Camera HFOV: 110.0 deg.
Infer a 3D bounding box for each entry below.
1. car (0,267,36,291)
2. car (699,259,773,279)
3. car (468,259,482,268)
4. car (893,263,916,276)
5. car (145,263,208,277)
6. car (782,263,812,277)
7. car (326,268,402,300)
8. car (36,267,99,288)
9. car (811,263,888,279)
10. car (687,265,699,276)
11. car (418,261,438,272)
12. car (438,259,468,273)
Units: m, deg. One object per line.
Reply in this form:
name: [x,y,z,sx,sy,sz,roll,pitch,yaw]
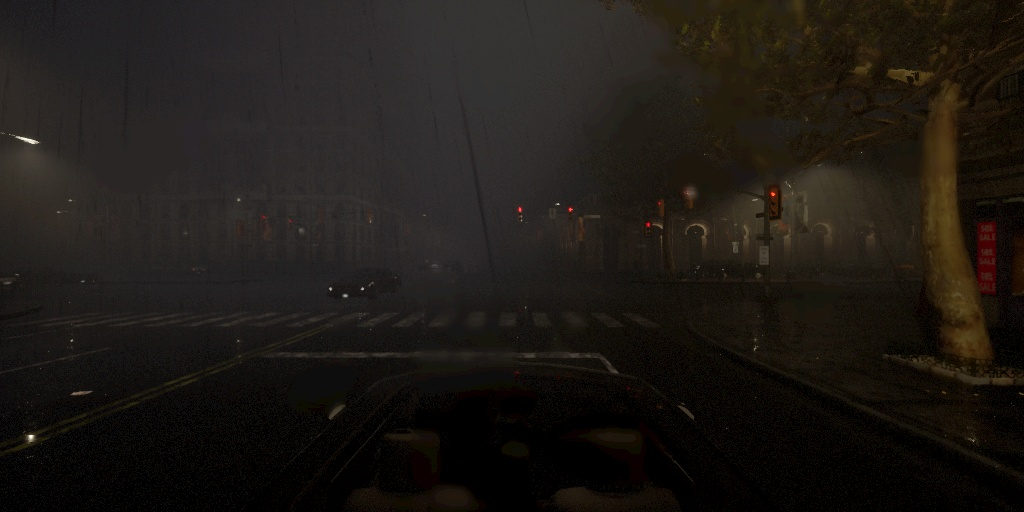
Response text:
car: [-30.499,1.242,19.988,4.902,1.511,2.128,0,0,1]
car: [19.436,1.255,31.231,4.892,1.490,1.837,0,0,1]
car: [-6.877,1.351,62.172,1.895,1.301,4.718,0,0,1]
car: [39.859,1.228,34.536,5.008,1.535,1.882,0,0,1]
car: [-32.903,1.351,35.167,4.718,1.301,1.895,0,0,1]
car: [29.396,1.351,34.642,4.718,1.301,1.895,0,0,1]
car: [-7.053,1.297,17.834,2.033,1.411,5.357,0,0,0]
car: [-30.277,1.351,23.485,4.718,1.301,1.895,0,0,1]
car: [29.383,1.351,31.142,4.718,1.301,1.895,0,0,1]
car: [19.456,1.102,34.733,4.553,1.767,2.097,0,0,0]
car: [-10.459,1.297,45.568,2.033,1.411,5.357,0,0,0]
car: [-6.970,1.242,42.745,2.128,1.511,4.902,0,0,0]
